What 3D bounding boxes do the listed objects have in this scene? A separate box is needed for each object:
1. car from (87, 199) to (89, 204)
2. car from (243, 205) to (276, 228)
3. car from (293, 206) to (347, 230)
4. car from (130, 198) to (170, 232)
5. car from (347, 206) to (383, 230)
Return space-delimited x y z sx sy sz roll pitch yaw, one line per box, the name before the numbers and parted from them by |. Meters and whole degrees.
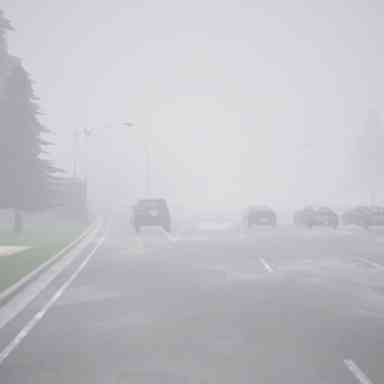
car | -27.760 2.411 85.274 2.128 1.511 4.902 0 -1 -31
car | 4.821 1.689 24.274 1.882 1.535 5.008 0 -1 3
car | 8.246 1.674 22.516 2.128 1.511 4.902 0 -1 3
car | -2.826 1.438 21.998 2.150 2.045 5.566 0 -1 -13
car | 11.745 1.661 22.372 2.128 1.511 4.902 0 -1 3
